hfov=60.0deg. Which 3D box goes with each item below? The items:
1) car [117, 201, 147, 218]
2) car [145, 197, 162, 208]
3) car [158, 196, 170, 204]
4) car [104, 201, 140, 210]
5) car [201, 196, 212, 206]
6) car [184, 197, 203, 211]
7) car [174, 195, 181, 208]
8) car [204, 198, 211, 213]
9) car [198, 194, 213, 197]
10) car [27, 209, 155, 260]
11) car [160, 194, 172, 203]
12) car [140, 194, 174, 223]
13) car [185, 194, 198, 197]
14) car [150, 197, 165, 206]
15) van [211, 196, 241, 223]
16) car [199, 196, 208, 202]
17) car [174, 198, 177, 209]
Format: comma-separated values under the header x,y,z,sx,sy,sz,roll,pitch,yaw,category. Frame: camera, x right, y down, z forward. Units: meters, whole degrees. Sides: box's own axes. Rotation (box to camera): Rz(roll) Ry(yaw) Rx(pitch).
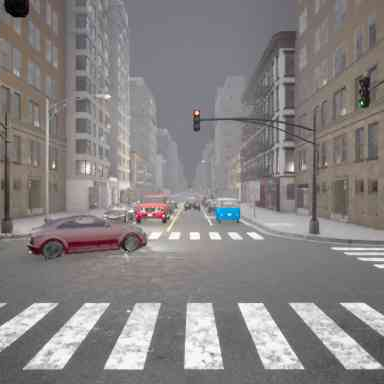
x,y,z,sx,sy,sz,roll,pitch,yaw,category
-5.426,1.543,30.604,1.887,1.381,4.507,0,0,0,car
-5.447,1.519,47.480,1.752,1.417,4.829,0,0,0,car
-5.468,1.547,64.695,1.947,1.339,4.313,0,0,0,car
-5.420,1.549,24.923,2.008,1.369,4.403,0,0,0,car
2.578,1.576,47.666,1.802,1.307,4.206,0,0,0,car
0.044,1.597,41.063,1.895,1.301,4.718,0,0,0,car
-2.892,1.500,45.481,1.837,1.490,4.892,0,0,0,car
2.592,1.580,36.303,1.802,1.307,4.206,0,0,0,car
2.571,1.305,53.348,2.192,1.841,5.009,0,0,0,car
-3.818,1.549,12.376,4.181,1.385,1.994,0,0,-31,car
-5.475,1.292,70.377,2.192,1.841,5.009,0,0,0,car
-2.880,1.220,25.605,2.150,2.045,5.566,0,0,0,car
-0.022,1.532,60.379,2.033,1.411,5.357,0,0,1,car
-5.454,1.556,53.332,1.947,1.339,4.313,0,0,0,car
2.605,1.340,24.941,1.690,1.788,3.998,0,0,0,van
2.543,1.524,76.072,2.008,1.369,4.403,0,0,0,car
-2.896,1.599,35.421,1.895,1.301,4.718,0,0,0,car
